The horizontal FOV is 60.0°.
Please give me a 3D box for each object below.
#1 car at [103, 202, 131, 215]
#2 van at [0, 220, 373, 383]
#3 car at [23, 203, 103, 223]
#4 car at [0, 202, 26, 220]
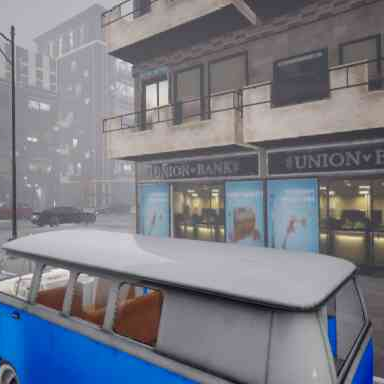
[{"bbox_3d":[-8.612,1.798,36.407,1.947,1.339,4.313,-2,-1,36],"label":"car"},{"bbox_3d":[-0.450,1.342,3.182,3.998,1.788,1.690,0,-1,36],"label":"van"},{"bbox_3d":[-8.542,1.583,22.356,1.947,1.339,4.313,-2,-1,36],"label":"car"},{"bbox_3d":[-15.293,1.608,27.325,1.967,1.590,4.097,-2,-1,36],"label":"car"}]
